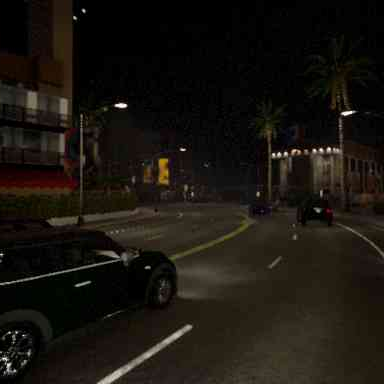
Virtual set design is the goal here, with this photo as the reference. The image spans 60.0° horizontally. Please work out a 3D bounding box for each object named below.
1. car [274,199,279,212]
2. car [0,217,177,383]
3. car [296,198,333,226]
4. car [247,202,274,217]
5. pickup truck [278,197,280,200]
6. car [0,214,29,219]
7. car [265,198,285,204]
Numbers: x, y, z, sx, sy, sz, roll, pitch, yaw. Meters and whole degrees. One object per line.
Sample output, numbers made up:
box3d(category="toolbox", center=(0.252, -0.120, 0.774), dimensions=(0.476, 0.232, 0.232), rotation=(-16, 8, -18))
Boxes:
box3d(category="car", center=(10.077, 2.050, 45.805), dimensions=(1.994, 1.385, 4.181), rotation=(0, -1, -9))
box3d(category="car", center=(-2.165, 1.412, 5.822), dimensions=(2.097, 1.767, 4.553), rotation=(0, -1, 31))
box3d(category="car", center=(9.697, 1.509, 26.611), dimensions=(2.150, 2.045, 5.566), rotation=(0, -1, 12))
box3d(category="car", center=(7.397, 1.871, 37.124), dimensions=(1.882, 1.535, 5.008), rotation=(0, -1, 2))
box3d(category="pickup truck", center=(21.344, 1.863, 72.262), dimensions=(2.390, 2.098, 6.274), rotation=(-1, -1, 45))
box3d(category="car", center=(-5.212, 1.430, 7.893), dimensions=(2.097, 1.767, 4.553), rotation=(0, -1, 29))
box3d(category="car", center=(22.052, 2.361, 88.402), dimensions=(4.674, 1.452, 2.002), rotation=(-1, -1, 45))
